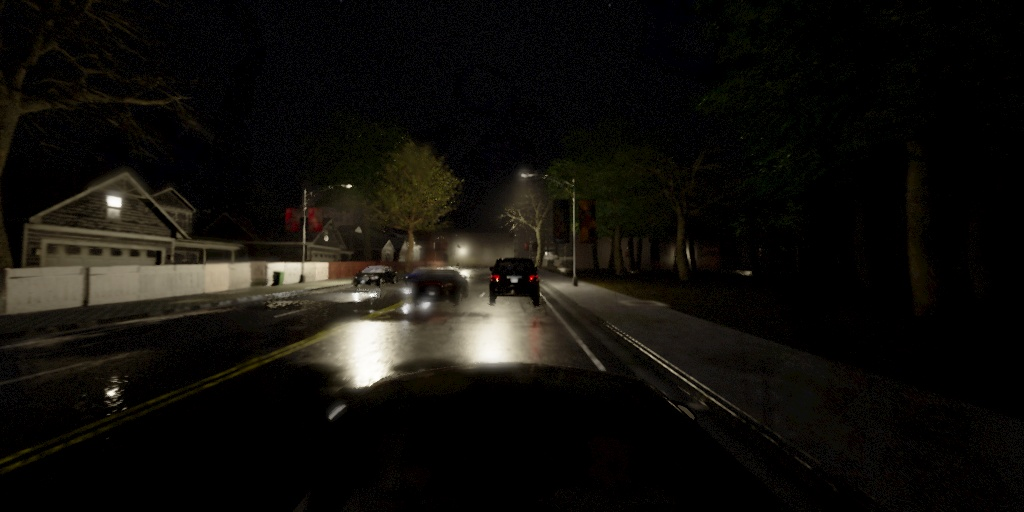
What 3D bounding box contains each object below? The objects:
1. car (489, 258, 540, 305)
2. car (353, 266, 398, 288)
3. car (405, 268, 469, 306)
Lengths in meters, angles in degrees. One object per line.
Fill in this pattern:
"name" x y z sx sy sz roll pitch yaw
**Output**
"car" 0.100 1.098 16.973 2.150 2.045 5.566 0 0 0
"car" -9.832 1.455 26.144 2.128 1.511 4.902 0 -1 0
"car" -3.146 1.350 16.538 1.882 1.535 5.008 0 0 0
